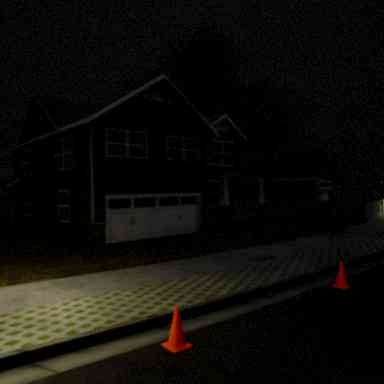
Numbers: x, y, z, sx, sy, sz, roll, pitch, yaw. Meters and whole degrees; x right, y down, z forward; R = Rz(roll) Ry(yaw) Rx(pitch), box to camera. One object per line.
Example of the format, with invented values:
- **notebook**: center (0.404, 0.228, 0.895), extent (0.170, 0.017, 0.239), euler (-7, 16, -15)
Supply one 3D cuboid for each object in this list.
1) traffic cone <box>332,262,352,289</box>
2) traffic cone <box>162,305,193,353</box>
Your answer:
- **traffic cone**: center (3.586, 1.964, 7.959), extent (0.340, 0.580, 0.340), euler (0, 0, -40)
- **traffic cone**: center (-0.216, 1.968, 4.894), extent (0.340, 0.580, 0.340), euler (0, 0, -38)
